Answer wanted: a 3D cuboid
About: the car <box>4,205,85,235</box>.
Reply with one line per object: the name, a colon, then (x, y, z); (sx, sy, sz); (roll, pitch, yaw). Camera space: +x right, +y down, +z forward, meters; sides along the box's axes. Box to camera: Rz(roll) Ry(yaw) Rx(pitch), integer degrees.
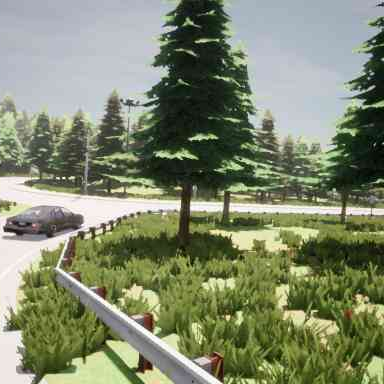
car: (-7.399, 1.412, 17.296); (2.033, 1.411, 5.357); (4, 1, 3)
